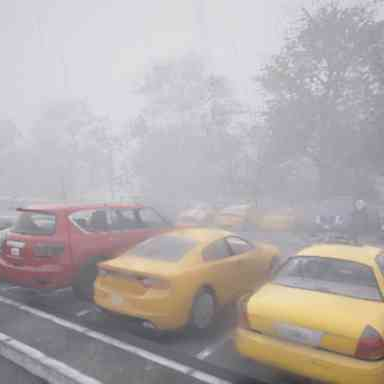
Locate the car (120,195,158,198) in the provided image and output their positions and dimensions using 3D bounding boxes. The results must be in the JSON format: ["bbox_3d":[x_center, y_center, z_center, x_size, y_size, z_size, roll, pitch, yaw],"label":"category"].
[{"bbox_3d":[-3.457,1.276,26.054,2.435,2.045,5.566,0,0,36],"label":"car"}]

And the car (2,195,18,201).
[{"bbox_3d":[-17.033,1.268,35.833,2.097,1.535,5.008,2,1,36],"label":"car"}]

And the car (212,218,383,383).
[{"bbox_3d":[2.645,1.521,5.690,1.946,1.575,5.366,0,0,36],"label":"car"}]

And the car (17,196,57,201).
[{"bbox_3d":[-14.669,1.337,34.123,2.231,1.521,4.892,2,1,36],"label":"car"}]

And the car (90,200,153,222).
[{"bbox_3d":[-5.731,1.505,27.671,2.097,1.535,5.008,1,0,36],"label":"car"}]

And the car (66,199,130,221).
[{"bbox_3d":[-8.103,1.472,29.151,1.946,1.575,5.366,1,1,36],"label":"car"}]

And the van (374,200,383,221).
[{"bbox_3d":[10.105,1.295,16.065,1.878,1.987,4.442,0,0,36],"label":"van"}]

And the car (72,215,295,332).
[{"bbox_3d":[0.279,1.531,7.167,2.097,1.535,5.008,0,0,36],"label":"car"}]

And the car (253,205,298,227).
[{"bbox_3d":[5.769,1.533,19.574,1.946,1.575,5.366,0,0,36],"label":"car"}]

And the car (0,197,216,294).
[{"bbox_3d":[-1.957,1.287,8.826,2.435,2.045,5.566,0,0,36],"label":"car"}]

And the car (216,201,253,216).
[{"bbox_3d":[3.301,1.544,21.124,2.097,1.535,5.008,0,0,36],"label":"car"}]

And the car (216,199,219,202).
[{"bbox_3d":[1.066,1.421,22.786,2.185,1.767,4.553,0,0,36],"label":"car"}]

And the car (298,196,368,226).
[{"bbox_3d":[7.900,1.277,17.768,2.435,2.045,5.566,0,0,36],"label":"car"}]

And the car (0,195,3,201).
[{"bbox_3d":[-19.292,1.195,37.468,2.097,1.535,5.008,2,1,36],"label":"car"}]
